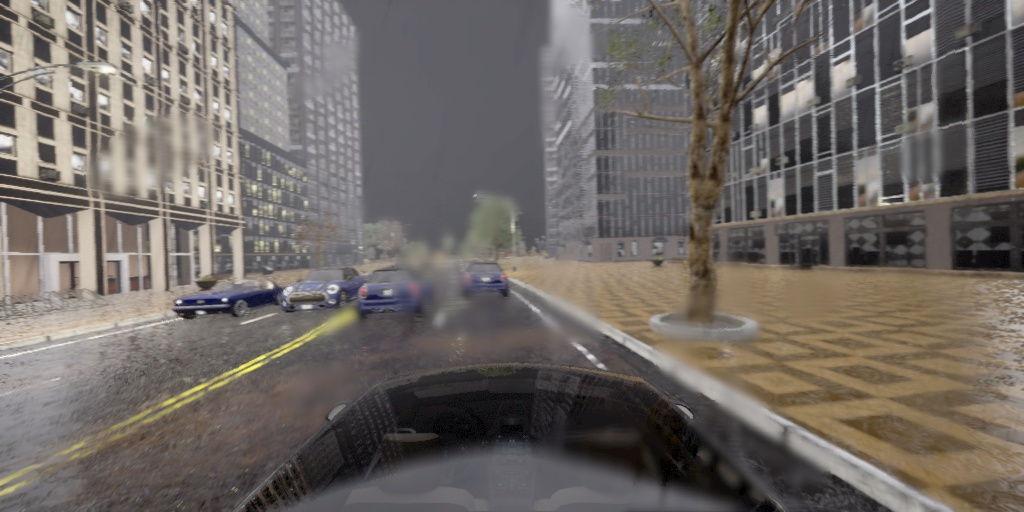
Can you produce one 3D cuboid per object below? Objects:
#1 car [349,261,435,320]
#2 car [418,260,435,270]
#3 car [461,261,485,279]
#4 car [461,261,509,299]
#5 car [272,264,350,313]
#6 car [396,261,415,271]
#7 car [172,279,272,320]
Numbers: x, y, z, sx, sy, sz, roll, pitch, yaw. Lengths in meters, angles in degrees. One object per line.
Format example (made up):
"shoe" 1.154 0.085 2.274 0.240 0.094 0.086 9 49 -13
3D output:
"car" -4.098 1.161 13.343 2.097 1.767 4.553 -2 0 -7
"car" -13.601 1.374 57.134 1.895 1.301 4.718 -2 0 -6
"car" -3.655 1.238 33.147 1.994 1.385 4.181 -2 0 -9
"car" -1.410 1.044 17.975 2.097 1.767 4.553 -2 0 -7
"car" -7.809 1.270 15.342 2.097 1.767 4.553 -2 0 -7
"car" -16.829 1.576 56.802 1.895 1.301 4.718 -2 0 -6
"car" -10.955 1.627 14.492 1.895 1.301 4.718 -2 0 -7
